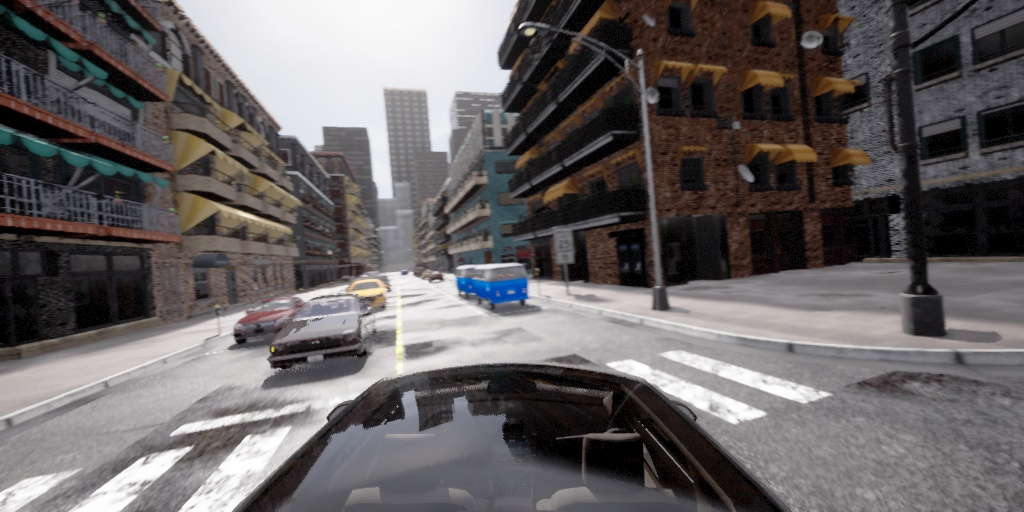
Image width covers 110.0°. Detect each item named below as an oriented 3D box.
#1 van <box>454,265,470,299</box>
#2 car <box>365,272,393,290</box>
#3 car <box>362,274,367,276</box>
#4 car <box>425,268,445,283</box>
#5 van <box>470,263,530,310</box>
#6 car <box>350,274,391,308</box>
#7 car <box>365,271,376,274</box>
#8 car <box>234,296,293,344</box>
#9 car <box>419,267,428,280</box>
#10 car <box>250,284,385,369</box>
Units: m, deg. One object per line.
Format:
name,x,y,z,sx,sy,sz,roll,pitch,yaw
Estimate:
van,-2.195,1.415,20.970,1.690,1.789,3.998,0,0,-18
car,-11.891,2.512,32.413,1.837,1.490,4.892,-5,0,-17
car,-16.854,3.086,39.844,1.802,1.307,4.207,0,0,-18
car,-8.916,2.397,42.335,1.802,1.307,4.207,0,0,-18
van,-0.515,1.230,15.629,1.690,1.789,3.998,0,0,-18
car,-7.894,2.047,19.650,1.882,1.535,5.008,-5,0,-18
car,-18.534,3.129,45.184,1.967,1.591,4.097,0,0,-18
car,-8.452,2.161,13.138,1.802,1.307,4.207,0,0,-18
car,-12.328,2.710,53.178,1.751,1.417,4.829,0,0,-18
car,-4.793,1.776,9.805,2.033,1.411,5.357,-5,0,-17
